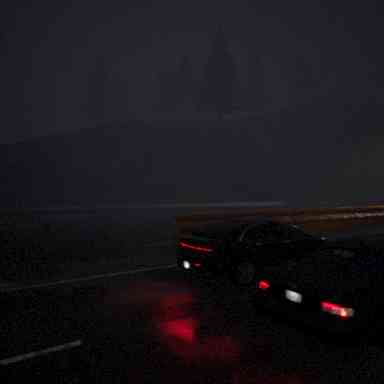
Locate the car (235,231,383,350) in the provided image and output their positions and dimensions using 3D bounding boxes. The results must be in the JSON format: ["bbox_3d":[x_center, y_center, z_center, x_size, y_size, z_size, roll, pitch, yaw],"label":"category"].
[{"bbox_3d":[3.546,1.517,6.064,5.357,1.411,2.033,0,0,-33],"label":"car"}]

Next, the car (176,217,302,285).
[{"bbox_3d":[1.909,1.451,9.118,4.892,1.490,1.837,0,0,-33],"label":"car"}]

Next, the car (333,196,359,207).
[{"bbox_3d":[20.801,1.272,43.940,4.902,1.511,2.128,0,0,-28],"label":"car"}]

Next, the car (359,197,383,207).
[{"bbox_3d":[23.312,1.367,41.305,4.181,1.385,1.994,0,0,-28],"label":"car"}]
